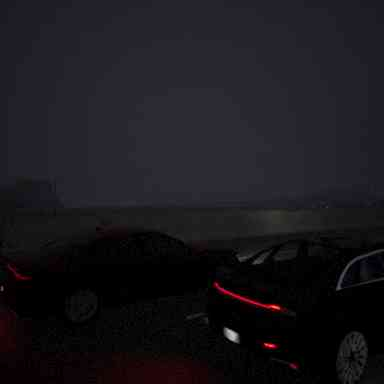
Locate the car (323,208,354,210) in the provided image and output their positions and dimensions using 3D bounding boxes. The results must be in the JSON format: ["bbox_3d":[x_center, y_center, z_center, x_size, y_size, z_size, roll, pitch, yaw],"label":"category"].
[{"bbox_3d":[15.636,1.563,33.018,4.718,1.301,1.895,0,0,-25],"label":"car"}]

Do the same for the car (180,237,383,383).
[{"bbox_3d":[2.486,1.485,5.297,4.902,1.511,2.128,0,0,-34],"label":"car"}]

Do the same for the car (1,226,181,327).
[{"bbox_3d":[-1.170,1.466,7.070,5.008,1.535,1.882,0,0,-35],"label":"car"}]

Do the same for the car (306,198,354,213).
[{"bbox_3d":[15.193,1.448,36.650,4.902,1.511,2.128,0,0,-25],"label":"car"}]

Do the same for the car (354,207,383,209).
[{"bbox_3d":[17.412,1.460,29.965,4.902,1.511,2.128,0,0,-25],"label":"car"}]
